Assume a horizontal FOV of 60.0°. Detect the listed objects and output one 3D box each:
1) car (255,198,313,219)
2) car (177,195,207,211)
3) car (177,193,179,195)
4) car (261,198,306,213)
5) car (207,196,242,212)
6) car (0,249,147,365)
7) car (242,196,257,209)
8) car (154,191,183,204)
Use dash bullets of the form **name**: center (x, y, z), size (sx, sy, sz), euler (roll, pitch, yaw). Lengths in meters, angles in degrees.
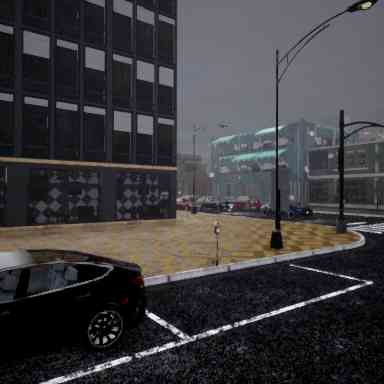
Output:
- **car**: center (7.561, 1.355, 26.762), size (1.994, 1.385, 4.181), euler (0, 1, -36)
- **car**: center (-0.728, 1.231, 33.712), size (1.802, 1.307, 4.206), euler (1, 0, -36)
- **car**: center (-3.099, 1.131, 41.329), size (1.994, 1.385, 4.181), euler (0, 1, -36)
- **car**: center (9.311, 1.340, 34.189), size (1.802, 1.307, 4.206), euler (1, 0, -36)
- **car**: center (2.324, 1.173, 33.918), size (2.128, 1.511, 4.902), euler (0, 1, -36)
- **car**: center (-2.715, 1.566, 4.618), size (4.313, 1.339, 1.947), euler (0, 0, -35)
- **car**: center (6.035, 1.130, 38.665), size (1.967, 1.590, 4.097), euler (1, 0, -36)
- **car**: center (-3.794, 0.794, 52.085), size (2.192, 1.841, 5.009), euler (1, 0, -36)
